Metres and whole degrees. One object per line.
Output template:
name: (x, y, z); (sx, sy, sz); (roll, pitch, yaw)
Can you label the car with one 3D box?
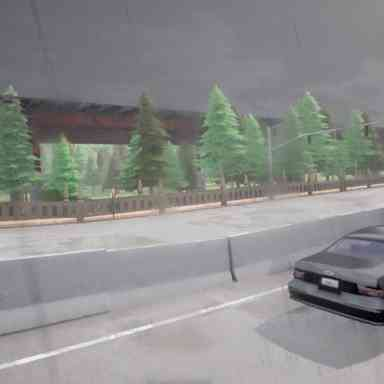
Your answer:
car: (4.248, 1.417, 6.799); (5.357, 1.411, 2.033); (-2, 1, -36)
